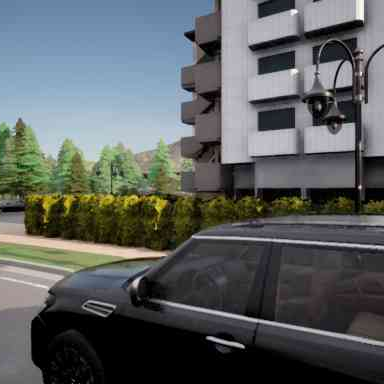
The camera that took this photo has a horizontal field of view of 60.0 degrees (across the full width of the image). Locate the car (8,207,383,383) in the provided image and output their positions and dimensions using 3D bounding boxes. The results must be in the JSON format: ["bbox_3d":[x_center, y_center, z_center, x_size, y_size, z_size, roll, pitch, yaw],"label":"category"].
[{"bbox_3d":[0.890,1.220,3.047,5.566,2.045,2.150,0,0,34],"label":"car"}]

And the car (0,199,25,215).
[{"bbox_3d":[-18.242,1.491,33.496,2.128,1.511,4.902,0,0,33],"label":"car"}]
